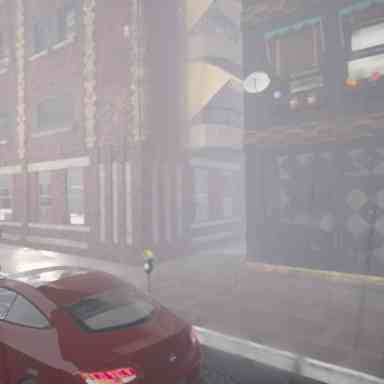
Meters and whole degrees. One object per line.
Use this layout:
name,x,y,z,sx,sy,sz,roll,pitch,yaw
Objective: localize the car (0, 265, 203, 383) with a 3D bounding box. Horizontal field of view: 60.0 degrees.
car,-1.829,1.602,4.150,4.206,1.307,1.802,0,-1,35
